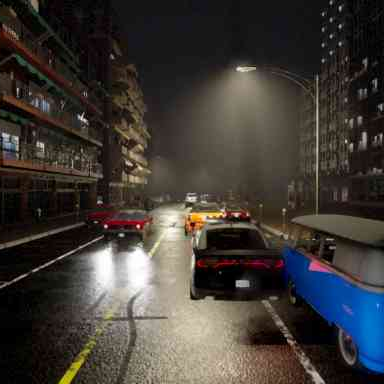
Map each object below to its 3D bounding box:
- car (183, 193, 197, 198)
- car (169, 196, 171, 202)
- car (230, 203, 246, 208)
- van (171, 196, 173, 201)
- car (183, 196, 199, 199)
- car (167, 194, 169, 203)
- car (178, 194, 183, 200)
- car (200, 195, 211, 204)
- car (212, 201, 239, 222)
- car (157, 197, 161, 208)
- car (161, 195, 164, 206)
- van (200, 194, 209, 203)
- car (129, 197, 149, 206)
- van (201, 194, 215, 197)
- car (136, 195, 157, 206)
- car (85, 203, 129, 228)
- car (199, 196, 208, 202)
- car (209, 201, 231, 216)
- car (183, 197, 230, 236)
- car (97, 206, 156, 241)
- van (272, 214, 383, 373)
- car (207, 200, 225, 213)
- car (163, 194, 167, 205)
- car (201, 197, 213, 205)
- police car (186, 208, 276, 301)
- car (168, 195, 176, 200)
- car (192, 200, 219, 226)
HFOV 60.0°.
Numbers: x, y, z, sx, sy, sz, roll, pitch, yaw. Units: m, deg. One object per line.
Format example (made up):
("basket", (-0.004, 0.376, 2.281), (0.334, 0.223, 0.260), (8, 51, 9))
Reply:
("car", (-0.004, 1.258, 57.888), (2.150, 2.045, 5.566), (0, 0, 0))
("car", (-5.701, 1.592, 66.185), (1.887, 1.381, 4.507), (0, 0, 0))
("car", (2.682, 1.445, 21.972), (1.967, 1.590, 4.097), (0, 0, 0))
("van", (-5.703, 1.398, 71.712), (1.690, 1.788, 3.998), (0, 0, 0))
("car", (0.016, 1.622, 45.048), (1.895, 1.301, 4.718), (0, 0, 1))
("car", (-5.700, 1.605, 60.658), (1.947, 1.339, 4.313), (0, 0, 0))
("car", (-3.006, 1.450, 94.957), (2.097, 1.767, 4.553), (0, 0, 0))
("car", (2.678, 1.488, 66.185), (1.967, 1.590, 4.097), (0, 0, 0))
("car", (2.682, 1.534, 27.669), (1.752, 1.417, 4.829), (0, 0, 0))
("car", (-5.699, 1.571, 44.079), (2.008, 1.369, 4.403), (0, 0, 0))
("car", (-5.699, 1.577, 49.606), (2.008, 1.369, 4.403), (0, 0, 0))
("van", (2.677, 1.398, 71.713), (1.690, 1.788, 3.998), (0, 0, 0))
("car", (-5.699, 1.537, 32.856), (1.752, 1.417, 4.829), (0, 0, 0))
("van", (2.679, 1.367, 49.606), (1.690, 1.788, 3.998), (0, 0, 0))
("car", (-5.701, 1.331, 38.552), (2.192, 1.841, 5.009), (0, 0, 0))
("car", (-5.698, 1.550, 21.972), (1.887, 1.381, 4.507), (0, 0, 0))
("car", (2.678, 1.591, 77.408), (1.752, 1.417, 4.829), (0, 0, 0))
("car", (2.682, 1.594, 33.026), (1.802, 1.307, 4.206), (0, 0, 0))
("car", (0.759, 1.355, 18.403), (2.097, 1.767, 4.553), (0, 0, 3))
("car", (-3.102, 1.604, 16.904), (1.895, 1.301, 4.718), (0, 0, 0))
("van", (2.683, 1.341, 5.392), (1.690, 1.788, 3.998), (0, 0, 0))
("car", (2.681, 1.598, 38.552), (1.802, 1.307, 4.206), (0, 0, 0))
("car", (-5.701, 1.473, 55.131), (1.967, 1.590, 4.097), (0, 0, 0))
("car", (2.680, 1.605, 60.659), (1.947, 1.339, 4.313), (0, 0, 0))
("police car", (0.899, 1.425, 8.500), (1.930, 1.638, 5.238), (0, 0, 0))
("car", (-5.703, 1.662, 93.817), (1.947, 1.339, 4.313), (0, 0, 0))
("car", (0.884, 1.463, 24.583), (1.801, 1.575, 5.366), (0, 0, 0))
